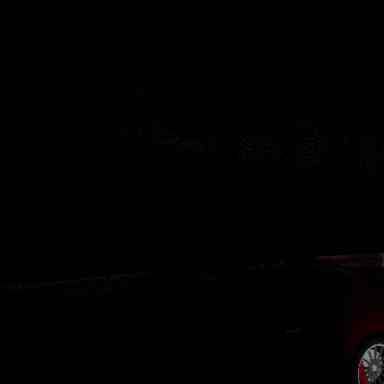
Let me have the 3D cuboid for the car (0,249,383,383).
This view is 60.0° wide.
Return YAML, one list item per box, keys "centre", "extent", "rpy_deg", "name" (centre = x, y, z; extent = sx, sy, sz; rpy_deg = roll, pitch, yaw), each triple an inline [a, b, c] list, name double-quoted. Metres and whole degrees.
- centre: [0.380, 1.458, 3.796]
  extent: [4.674, 1.442, 1.812]
  rpy_deg: [-1, 1, -21]
  name: "car"
